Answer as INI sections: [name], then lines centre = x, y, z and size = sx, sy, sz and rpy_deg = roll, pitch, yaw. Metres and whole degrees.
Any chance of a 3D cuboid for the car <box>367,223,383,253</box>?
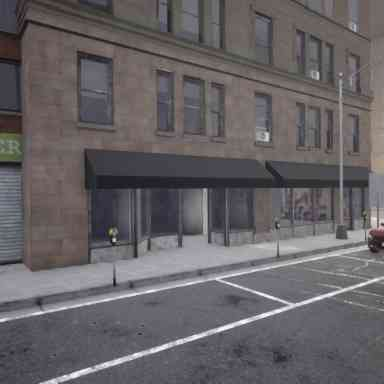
[car]
centre = 8.377, 1.541, 12.566
size = 4.507, 1.381, 1.887
rpy_deg = 0, -1, -36
